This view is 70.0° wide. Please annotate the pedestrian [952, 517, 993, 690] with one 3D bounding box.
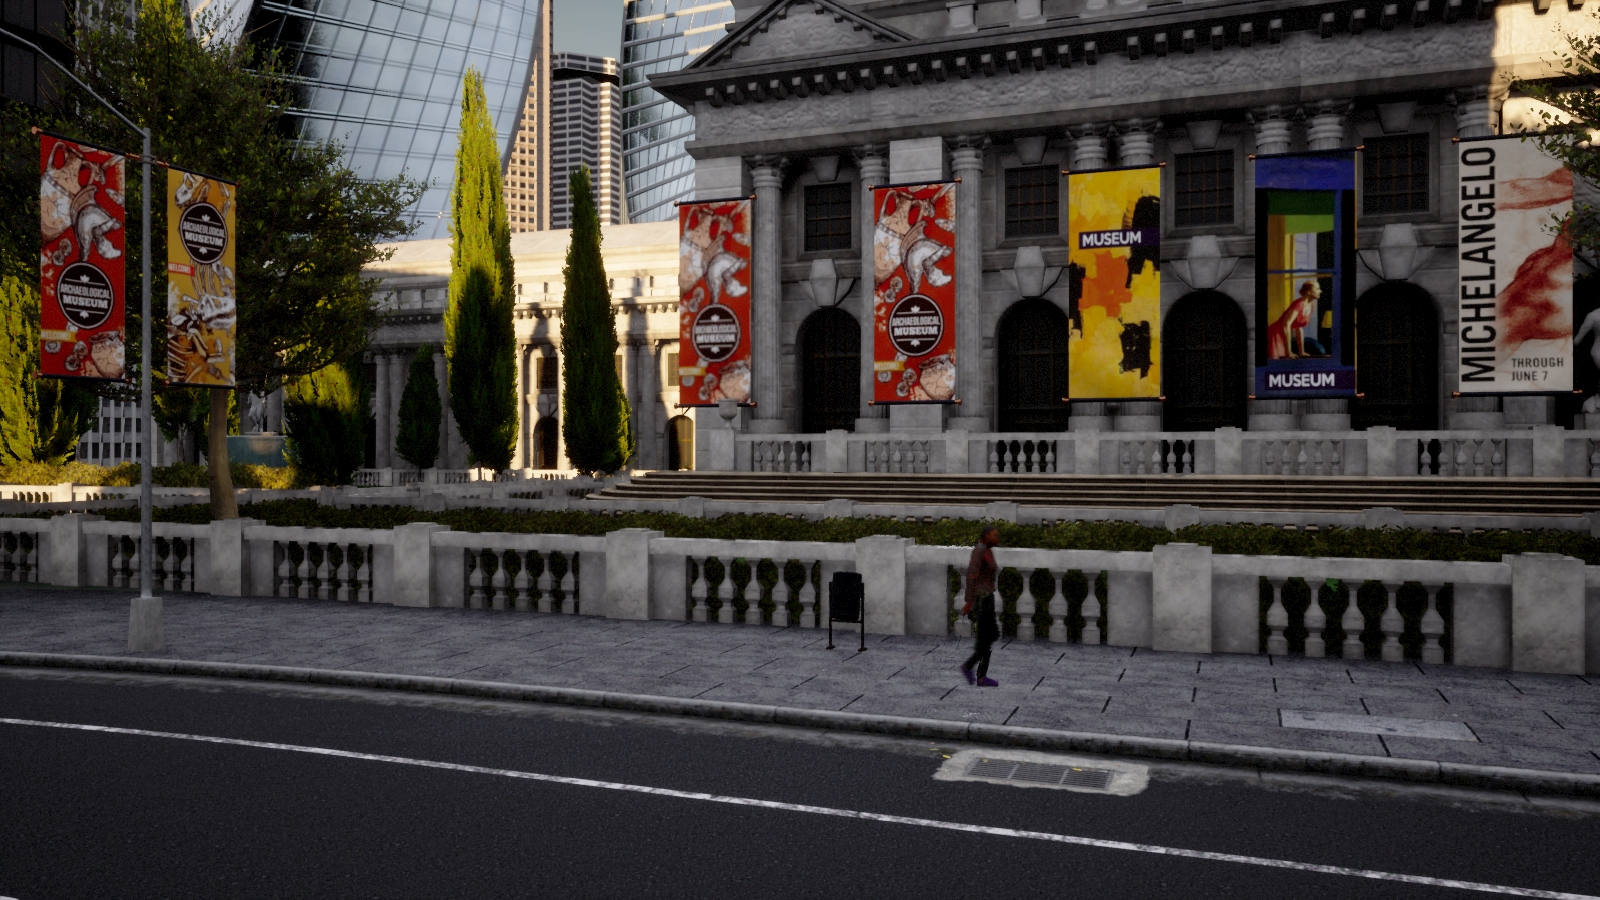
[{"bbox_3d":[1.925,1.696,12.753,0.375,1.860,0.375,0,0,23],"label":"pedestrian"}]
